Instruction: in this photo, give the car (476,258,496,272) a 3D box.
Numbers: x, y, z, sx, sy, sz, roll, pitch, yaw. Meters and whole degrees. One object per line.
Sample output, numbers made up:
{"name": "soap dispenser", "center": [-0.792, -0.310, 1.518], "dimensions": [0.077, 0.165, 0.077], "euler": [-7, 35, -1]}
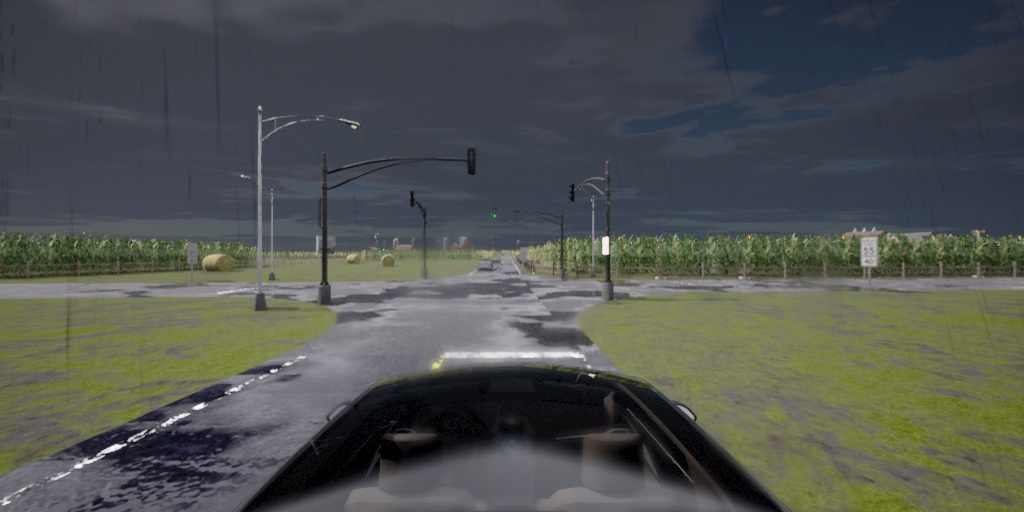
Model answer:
{"name": "car", "center": [-3.244, 1.242, 43.929], "dimensions": [1.837, 1.490, 4.892], "euler": [0, 2, -1]}
